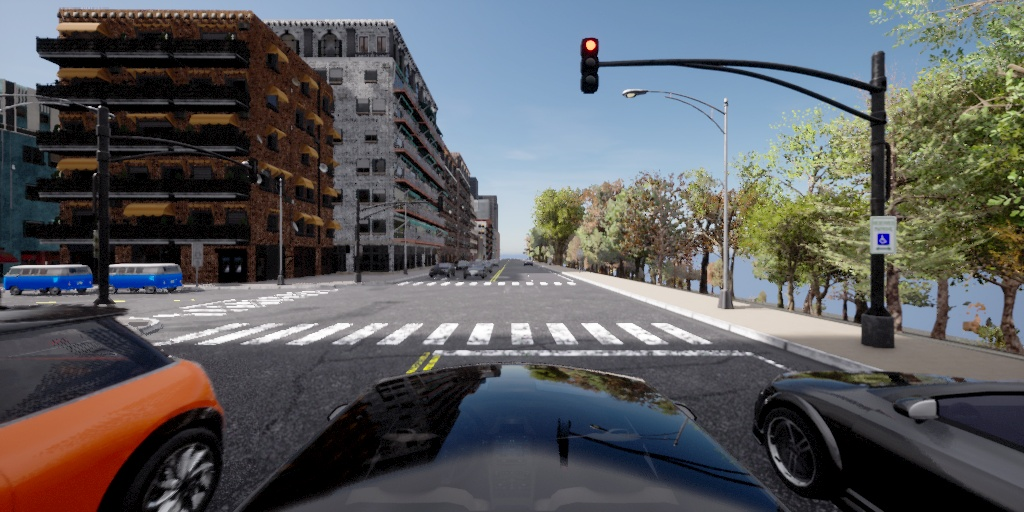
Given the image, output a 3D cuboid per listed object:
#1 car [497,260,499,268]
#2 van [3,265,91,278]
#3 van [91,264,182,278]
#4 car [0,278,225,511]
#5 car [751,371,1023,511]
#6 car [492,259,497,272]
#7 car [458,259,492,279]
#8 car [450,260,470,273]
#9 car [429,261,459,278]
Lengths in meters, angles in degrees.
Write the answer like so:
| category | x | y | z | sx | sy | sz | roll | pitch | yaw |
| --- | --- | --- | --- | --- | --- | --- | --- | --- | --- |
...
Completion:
| category | x | y | z | sx | sy | sz | roll | pitch | yaw |
| --- | --- | --- | --- | --- | --- | --- | --- | --- | --- |
| car | -3.219 | 1.347 | 63.390 | 1.837 | 1.490 | 4.892 | 0 | -1 | 1 |
| van | -28.295 | 1.447 | 21.937 | 3.998 | 1.789 | 1.690 | 0 | 0 | -1 |
| van | -22.694 | 1.374 | 22.006 | 3.998 | 1.789 | 1.690 | 0 | 0 | -1 |
| car | -3.355 | 1.101 | 0.924 | 2.097 | 1.767 | 4.553 | 0 | 0 | 0 |
| car | 3.348 | 1.314 | 1.808 | 1.994 | 1.385 | 4.181 | 0 | 0 | 0 |
| car | -3.297 | 1.294 | 42.597 | 2.128 | 1.511 | 4.902 | 0 | 0 | 0 |
| car | -3.311 | 1.280 | 33.112 | 2.128 | 1.511 | 4.902 | 0 | 0 | 0 |
| car | -6.542 | 1.313 | 45.844 | 1.837 | 1.490 | 4.892 | 0 | 0 | 0 |
| car | -6.558 | 1.339 | 34.603 | 2.033 | 1.411 | 5.357 | 0 | 0 | 0 |
